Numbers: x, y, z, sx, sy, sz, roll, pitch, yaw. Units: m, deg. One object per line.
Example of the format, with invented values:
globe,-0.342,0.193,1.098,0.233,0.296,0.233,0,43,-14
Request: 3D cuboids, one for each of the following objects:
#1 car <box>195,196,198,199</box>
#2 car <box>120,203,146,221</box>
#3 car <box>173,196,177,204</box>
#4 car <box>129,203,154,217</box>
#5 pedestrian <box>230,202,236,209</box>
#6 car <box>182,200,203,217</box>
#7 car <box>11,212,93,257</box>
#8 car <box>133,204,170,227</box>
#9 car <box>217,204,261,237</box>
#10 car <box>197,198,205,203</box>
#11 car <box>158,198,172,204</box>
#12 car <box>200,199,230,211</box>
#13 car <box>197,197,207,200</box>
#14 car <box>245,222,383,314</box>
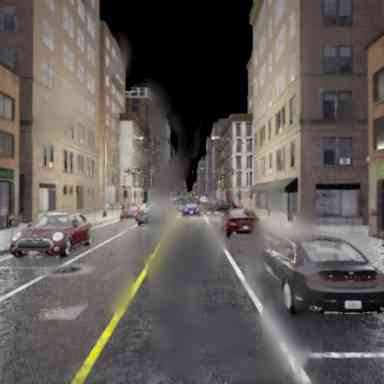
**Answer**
car,2.565,2.196,89.931,2.192,1.841,5.009,0,-1,0
car,-5.414,1.884,30.334,1.802,1.307,4.206,0,-1,0
car,-5.485,2.268,84.515,1.967,1.590,4.097,0,-1,0
car,-5.419,1.909,36.015,2.008,1.369,4.403,0,-1,0
pedestrian,2.730,1.517,22.341,0.375,1.860,0.375,0,-1,-10
car,-0.013,1.878,35.473,1.812,1.442,4.674,0,-1,0
car,-5.399,1.574,13.291,1.967,1.590,4.097,0,-1,0
car,-2.865,1.813,24.944,1.994,1.385,4.181,0,-1,0
car,2.733,1.672,19.335,1.882,1.535,5.008,0,-1,0
car,2.561,2.499,95.334,1.947,1.339,4.313,0,-1,0
car,-5.446,2.169,62.890,2.008,1.369,4.403,0,-1,0
car,4.343,2.048,47.831,5.357,1.411,2.033,1,-1,-19
car,2.579,2.222,68.304,2.008,1.369,4.403,0,-1,0
car,2.632,1.628,7.619,2.008,1.369,4.403,0,-1,0
